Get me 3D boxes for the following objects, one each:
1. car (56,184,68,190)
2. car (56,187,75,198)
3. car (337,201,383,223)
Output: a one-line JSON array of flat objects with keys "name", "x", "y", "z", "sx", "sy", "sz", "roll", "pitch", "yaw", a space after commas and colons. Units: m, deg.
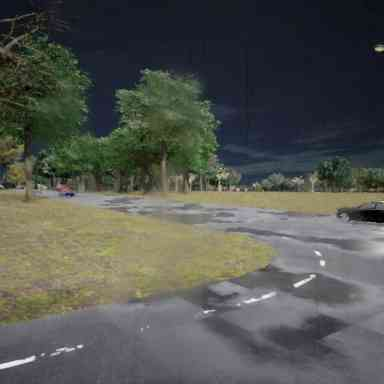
[{"name": "car", "x": -33.599, "y": -0.944, "z": 86.011, "sx": 2.150, "sy": 2.045, "sz": 5.566, "roll": -1, "pitch": 2, "yaw": -35}, {"name": "car", "x": -21.397, "y": 0.273, "z": 56.951, "sx": 1.895, "sy": 1.301, "sz": 4.718, "roll": -1, "pitch": 2, "yaw": -32}, {"name": "car", "x": 11.941, "y": 1.308, "z": 21.524, "sx": 1.882, "sy": 1.535, "sz": 5.008, "roll": -1, "pitch": 2, "yaw": -35}]
